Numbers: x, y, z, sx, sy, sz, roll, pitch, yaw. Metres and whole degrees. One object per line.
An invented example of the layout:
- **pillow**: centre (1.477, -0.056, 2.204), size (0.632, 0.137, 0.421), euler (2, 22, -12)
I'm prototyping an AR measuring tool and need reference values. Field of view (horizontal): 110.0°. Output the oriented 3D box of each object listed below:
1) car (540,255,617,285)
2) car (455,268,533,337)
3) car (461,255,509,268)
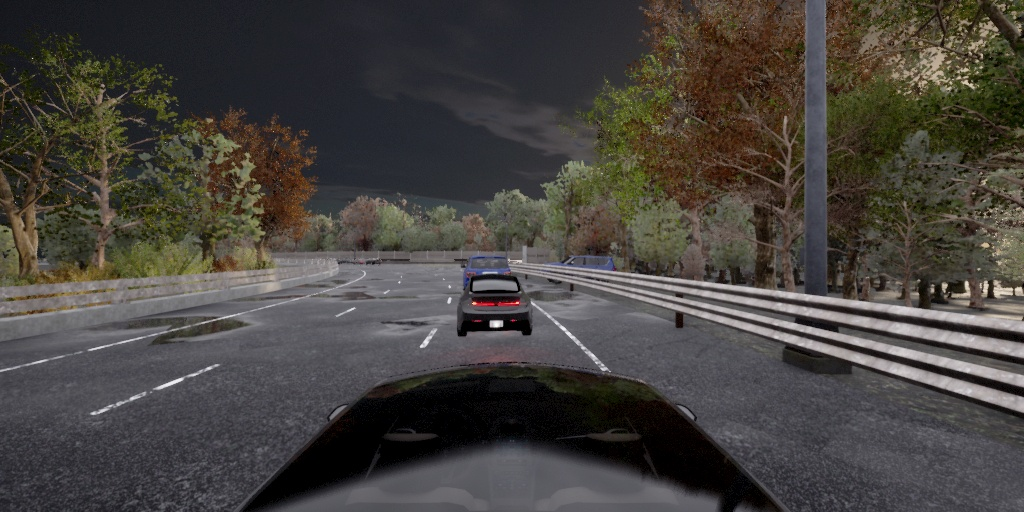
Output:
- **car**: centre (4.830, 0.956, 26.139), size (5.566, 2.045, 2.150), euler (3, 1, -8)
- **car**: centre (-0.556, 1.254, 10.346), size (1.837, 1.490, 4.892), euler (0, 0, -5)
- **car**: centre (-1.325, 0.970, 17.820), size (2.150, 2.045, 5.566), euler (0, 0, -8)
